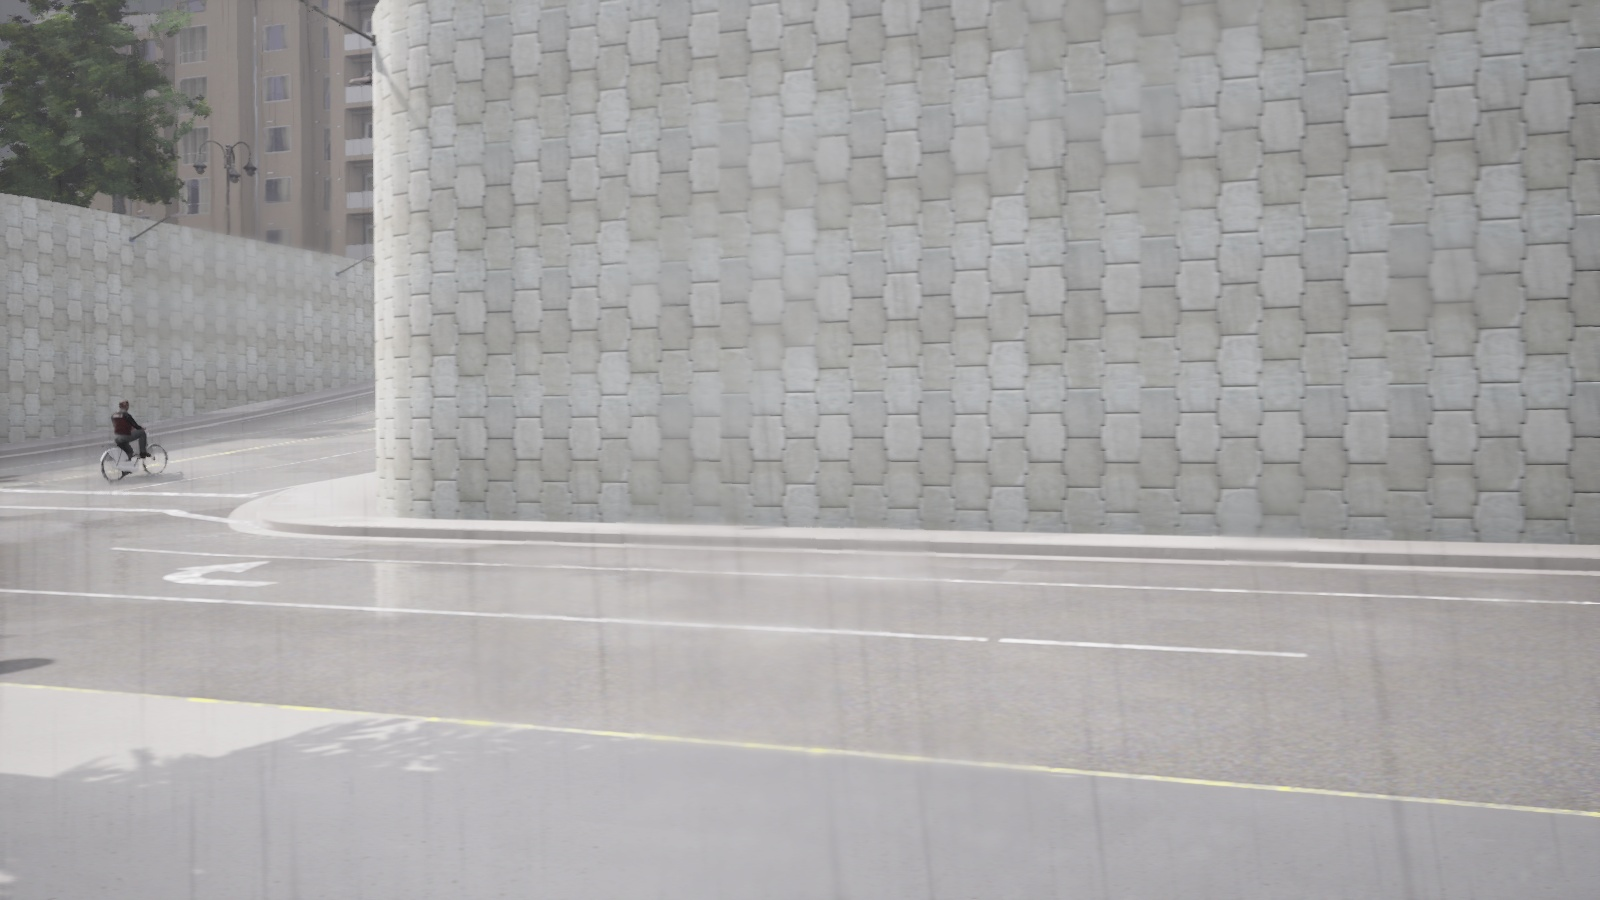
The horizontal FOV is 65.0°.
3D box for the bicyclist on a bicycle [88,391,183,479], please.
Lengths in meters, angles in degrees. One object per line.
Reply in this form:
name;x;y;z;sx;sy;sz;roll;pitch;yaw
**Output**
bicyclist on a bicycle;-14.751;-0.358;27.940;0.659;1.776;1.843;1;6;17
